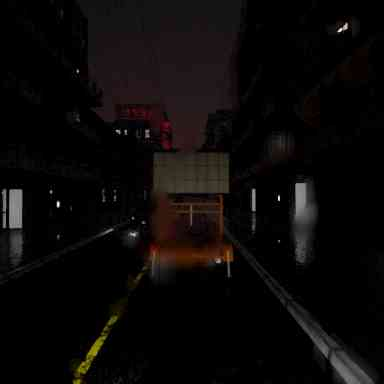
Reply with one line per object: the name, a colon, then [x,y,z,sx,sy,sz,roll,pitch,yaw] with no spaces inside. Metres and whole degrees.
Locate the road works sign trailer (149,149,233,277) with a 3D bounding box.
road works sign trailer: [-0.022,0.477,10.257,2.380,3.560,2.880,0,0,0]

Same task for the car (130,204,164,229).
car: [-2.899,1.573,22.214,1.812,1.442,4.674,0,0,0]

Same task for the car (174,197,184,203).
car: [-2.911,1.786,75.006,1.882,1.535,5.008,0,0,0]
